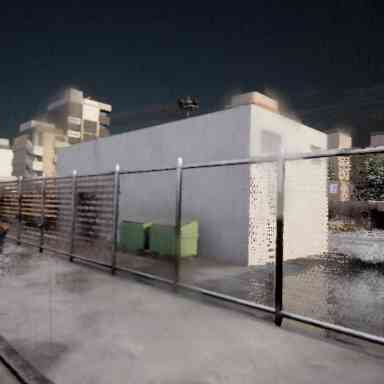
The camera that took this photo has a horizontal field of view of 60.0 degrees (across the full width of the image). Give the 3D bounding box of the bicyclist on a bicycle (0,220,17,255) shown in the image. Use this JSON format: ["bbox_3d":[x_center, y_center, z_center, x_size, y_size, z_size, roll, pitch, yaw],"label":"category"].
[{"bbox_3d":[-7.544,1.645,12.712,0.582,1.620,1.656,-1,-3,45],"label":"bicyclist on a bicycle"}]
